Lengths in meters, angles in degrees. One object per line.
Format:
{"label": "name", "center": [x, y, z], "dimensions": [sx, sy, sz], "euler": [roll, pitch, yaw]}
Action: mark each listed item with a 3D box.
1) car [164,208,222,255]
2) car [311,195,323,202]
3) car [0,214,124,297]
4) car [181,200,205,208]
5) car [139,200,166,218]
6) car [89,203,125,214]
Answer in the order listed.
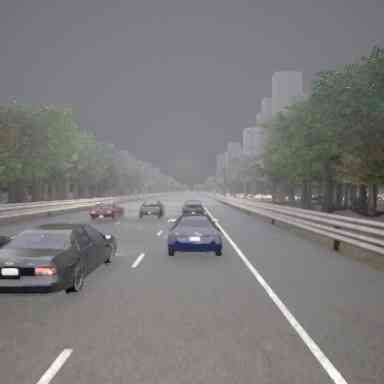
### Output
{"label": "car", "center": [0.103, 1.545, 13.228], "dimensions": [1.994, 1.385, 4.181], "euler": [0, 0, 0]}
{"label": "car", "center": [29.732, 1.576, 80.911], "dimensions": [4.902, 1.511, 2.128], "euler": [1, 1, 45]}
{"label": "car", "center": [-3.401, 1.535, 8.740], "dimensions": [2.033, 1.411, 5.357], "euler": [0, 0, 0]}
{"label": "car", "center": [0.108, 1.455, 29.172], "dimensions": [1.837, 1.490, 4.892], "euler": [0, 0, 0]}
{"label": "car", "center": [-3.392, 1.442, 29.065], "dimensions": [2.128, 1.511, 4.902], "euler": [0, 0, 0]}
{"label": "car", "center": [-6.893, 1.555, 27.548], "dimensions": [1.895, 1.301, 4.718], "euler": [0, 0, 0]}
